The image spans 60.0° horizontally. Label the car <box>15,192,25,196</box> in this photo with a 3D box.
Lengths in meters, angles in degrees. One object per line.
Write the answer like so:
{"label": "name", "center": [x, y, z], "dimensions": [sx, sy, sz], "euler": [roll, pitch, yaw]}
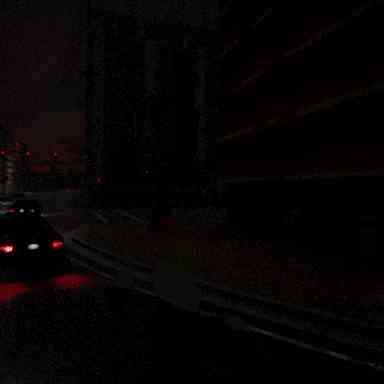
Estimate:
{"label": "car", "center": [-34.155, 0.718, 65.392], "dimensions": [1.895, 1.301, 4.718], "euler": [1, 0, -20]}

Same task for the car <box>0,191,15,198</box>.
{"label": "car", "center": [-29.229, 0.807, 51.339], "dimensions": [1.812, 1.442, 4.674], "euler": [1, 0, -19]}

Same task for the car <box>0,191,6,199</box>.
{"label": "car", "center": [-37.629, 0.608, 64.721], "dimensions": [1.812, 1.442, 4.674], "euler": [1, 0, -20]}

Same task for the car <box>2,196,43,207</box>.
{"label": "car", "center": [-11.868, 1.259, 23.880], "dimensions": [2.033, 1.411, 5.357], "euler": [0, 0, -20]}

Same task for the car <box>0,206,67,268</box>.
{"label": "car", "center": [-5.500, 1.408, 10.501], "dimensions": [2.033, 1.411, 5.357], "euler": [0, 0, -36]}

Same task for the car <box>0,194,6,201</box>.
{"label": "car", "center": [-16.146, 1.152, 25.483], "dimensions": [2.128, 1.511, 4.902], "euler": [0, 0, -20]}
